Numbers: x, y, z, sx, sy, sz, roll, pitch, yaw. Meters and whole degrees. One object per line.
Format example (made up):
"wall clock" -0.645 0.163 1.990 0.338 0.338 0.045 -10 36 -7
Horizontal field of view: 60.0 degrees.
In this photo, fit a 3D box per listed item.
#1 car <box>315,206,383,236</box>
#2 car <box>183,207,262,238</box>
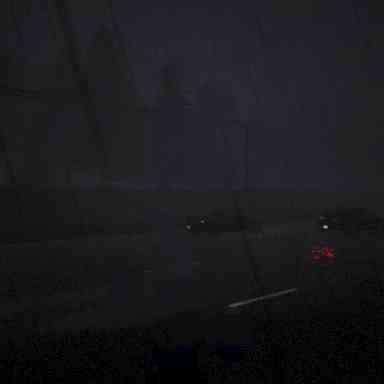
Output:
"car" 8.923 1.547 18.719 4.892 1.490 1.837 0 0 -36
"car" 1.709 1.551 17.866 4.674 1.442 1.812 0 0 -36
